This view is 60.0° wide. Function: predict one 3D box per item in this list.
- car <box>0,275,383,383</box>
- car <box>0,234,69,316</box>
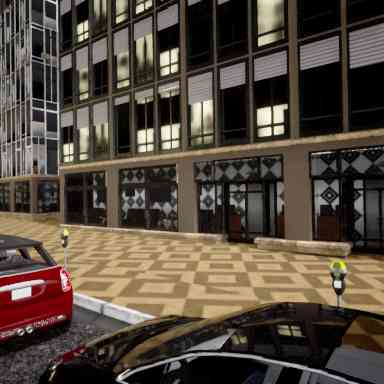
[{"bbox_3d":[0.652,1.566,2.447,4.313,1.339,1.947,0,-1,36],"label":"car"},{"bbox_3d":[-3.924,1.441,5.826,4.097,1.590,1.967,0,-1,37],"label":"car"}]
